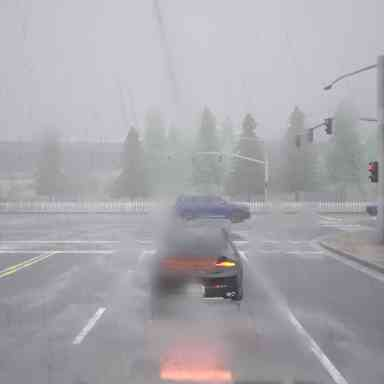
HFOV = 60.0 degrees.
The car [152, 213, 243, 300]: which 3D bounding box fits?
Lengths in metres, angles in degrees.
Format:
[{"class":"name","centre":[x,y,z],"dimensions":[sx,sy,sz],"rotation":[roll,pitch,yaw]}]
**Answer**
[{"class":"car","centre":[0.173,1.505,8.368],"dimensions":[1.837,1.490,4.892],"rotation":[0,0,2]}]

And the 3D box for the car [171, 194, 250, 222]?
[{"class":"car","centre":[1.308,1.186,23.675],"dimensions":[5.566,2.045,2.150],"rotation":[0,0,0]}]

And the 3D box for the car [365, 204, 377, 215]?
[{"class":"car","centre":[18.739,1.422,30.740],"dimensions":[5.008,1.535,1.882],"rotation":[0,0,1]}]
